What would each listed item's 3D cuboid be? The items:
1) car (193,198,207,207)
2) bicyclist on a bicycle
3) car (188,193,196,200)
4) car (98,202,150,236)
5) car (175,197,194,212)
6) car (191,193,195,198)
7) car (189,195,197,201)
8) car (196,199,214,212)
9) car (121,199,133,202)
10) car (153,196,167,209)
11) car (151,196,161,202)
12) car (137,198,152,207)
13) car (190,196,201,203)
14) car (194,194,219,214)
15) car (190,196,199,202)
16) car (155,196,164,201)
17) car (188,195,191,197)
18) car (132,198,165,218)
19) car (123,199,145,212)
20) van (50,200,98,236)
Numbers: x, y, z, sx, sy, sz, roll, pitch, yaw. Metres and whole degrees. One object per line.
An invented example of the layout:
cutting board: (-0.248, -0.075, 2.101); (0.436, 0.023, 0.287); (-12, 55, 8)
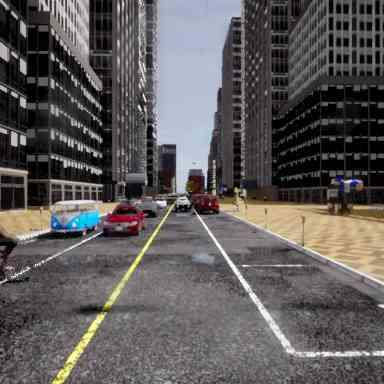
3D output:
car: (1.173, 1.566, 51.383); (1.947, 1.339, 4.313); (0, 0, -2)
bicyclist on a bicycle: (-4.797, 1.451, 8.134); (1.656, 1.620, 0.582); (-1, 0, -18)
car: (-0.004, 1.310, 90.139); (2.192, 1.841, 5.009); (0, 0, -2)
car: (-3.619, 1.527, 18.503); (1.812, 1.442, 4.674); (0, 0, -2)
car: (-1.038, 1.602, 38.734); (1.895, 1.301, 4.718); (0, 0, -2)
car: (1.342, 1.316, 45.846); (2.192, 1.841, 5.009); (0, 0, -2)
car: (0.163, 1.562, 84.603); (1.947, 1.339, 4.313); (0, 0, -2)
car: (1.509, 1.546, 40.308); (1.887, 1.381, 4.507); (0, 0, -2)
car: (-6.699, 1.567, 34.517); (1.947, 1.339, 4.313); (0, 0, -2)
car: (-4.432, 1.527, 45.127); (1.812, 1.442, 4.674); (0, 0, -2)
car: (-7.876, 1.580, 73.274); (1.802, 1.307, 4.206); (0, 0, -2)
car: (-7.203, 1.582, 51.127); (1.802, 1.307, 4.206); (0, 0, -2)
car: (0.668, 1.549, 67.993); (2.008, 1.369, 4.403); (0, 0, -2)
car: (1.678, 1.317, 34.772); (2.192, 1.841, 5.009); (0, 0, -2)
car: (0.495, 1.523, 73.699); (1.752, 1.417, 4.829); (0, 0, -2)
car: (-8.213, 1.578, 84.348); (1.802, 1.307, 4.206); (0, 0, -2)
car: (-1.338, 1.526, 48.582); (1.812, 1.442, 4.674); (0, 0, -2)
car: (-3.961, 1.549, 30.828); (2.033, 1.411, 5.357); (0, 0, -2)
car: (-6.867, 1.552, 40.053); (2.008, 1.369, 4.403); (0, 0, -2)
van: (-6.193, 1.342, 17.907); (1.690, 1.788, 3.998); (0, 0, -2)
